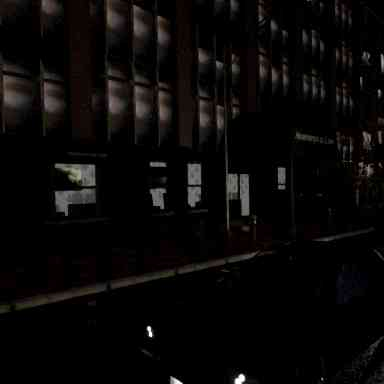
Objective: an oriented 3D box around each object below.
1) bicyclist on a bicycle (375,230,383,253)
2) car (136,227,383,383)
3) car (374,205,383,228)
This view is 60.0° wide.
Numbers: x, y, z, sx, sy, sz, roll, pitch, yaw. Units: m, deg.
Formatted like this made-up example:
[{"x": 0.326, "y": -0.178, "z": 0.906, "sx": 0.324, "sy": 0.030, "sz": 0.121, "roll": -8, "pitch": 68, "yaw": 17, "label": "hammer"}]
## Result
[{"x": 6.341, "y": 1.377, "z": 9.989, "sx": 0.582, "sy": 1.620, "sz": 1.656, "roll": -1, "pitch": -2, "yaw": -41, "label": "bicyclist on a bicycle"}, {"x": 1.842, "y": 1.525, "z": 5.104, "sx": 5.357, "sy": 1.411, "sz": 2.033, "roll": -1, "pitch": 0, "yaw": -42, "label": "car"}, {"x": 11.154, "y": 1.170, "z": 16.975, "sx": 5.009, "sy": 1.841, "sz": 2.192, "roll": -1, "pitch": -1, "yaw": -42, "label": "car"}]
